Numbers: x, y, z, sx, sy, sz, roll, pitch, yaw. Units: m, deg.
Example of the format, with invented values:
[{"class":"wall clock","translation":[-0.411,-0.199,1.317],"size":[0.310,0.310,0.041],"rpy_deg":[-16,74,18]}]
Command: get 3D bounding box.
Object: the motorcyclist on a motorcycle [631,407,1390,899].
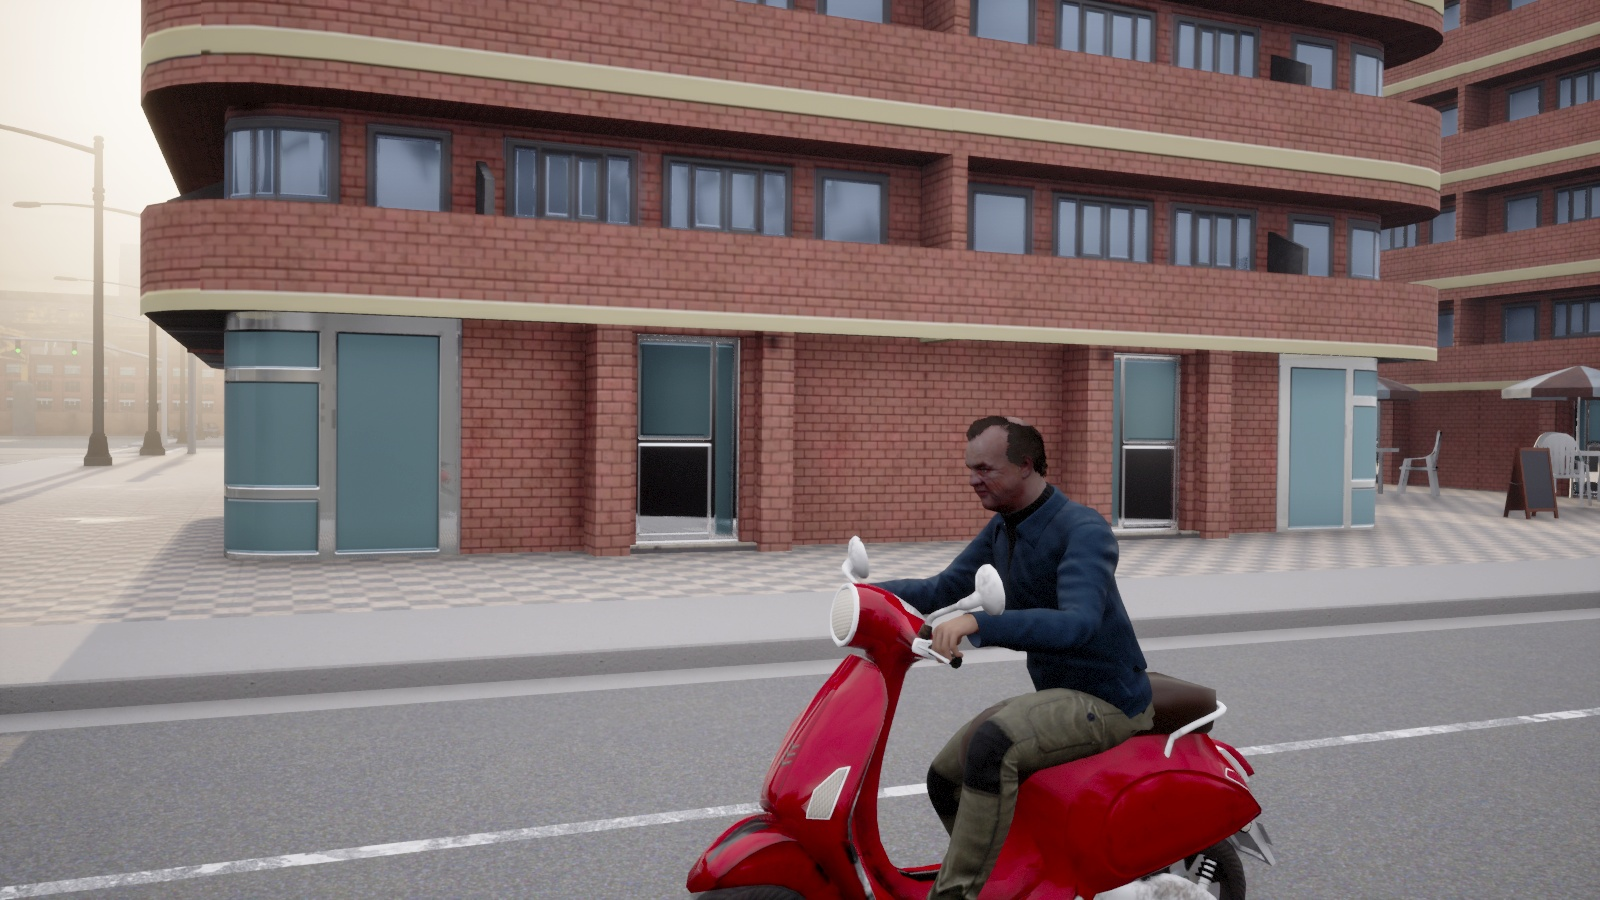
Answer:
[{"class":"motorcyclist on a motorcycle","translation":[0.546,0.691,3.382],"size":[1.817,1.590,0.866],"rpy_deg":[-1,1,-21]}]
